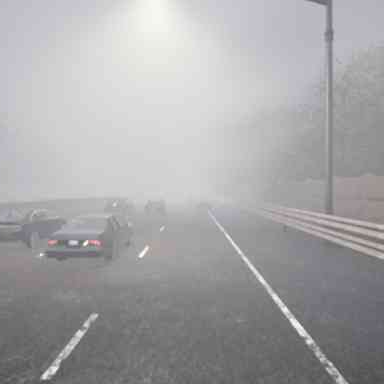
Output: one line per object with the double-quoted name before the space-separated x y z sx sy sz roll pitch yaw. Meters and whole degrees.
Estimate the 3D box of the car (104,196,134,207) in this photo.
"car" -6.908 1.211 31.879 2.097 1.767 4.553 0 0 0

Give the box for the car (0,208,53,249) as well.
"car" -6.901 1.424 14.109 2.128 1.511 4.902 0 0 0

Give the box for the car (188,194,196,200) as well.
"car" -0.015 1.115 75.717 1.812 1.442 4.674 0 0 0

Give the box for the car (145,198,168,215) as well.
"car" -3.405 1.350 32.127 2.128 1.511 4.902 0 0 0

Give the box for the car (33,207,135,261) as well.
"car" -3.403 1.490 12.058 2.033 1.411 5.357 0 0 0

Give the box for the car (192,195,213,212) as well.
"car" 1.219 1.373 35.908 1.812 1.442 4.674 0 0 0

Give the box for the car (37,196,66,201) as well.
"car" -17.591 1.300 42.965 1.882 1.535 5.008 0 0 0

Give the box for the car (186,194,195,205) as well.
"car" -0.010 1.332 55.421 2.033 1.411 5.357 0 0 0

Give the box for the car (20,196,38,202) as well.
"car" -21.076 1.321 45.677 1.837 1.490 4.892 0 0 0

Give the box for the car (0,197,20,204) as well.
"car" -24.580 1.343 44.441 1.812 1.442 4.674 0 0 0
